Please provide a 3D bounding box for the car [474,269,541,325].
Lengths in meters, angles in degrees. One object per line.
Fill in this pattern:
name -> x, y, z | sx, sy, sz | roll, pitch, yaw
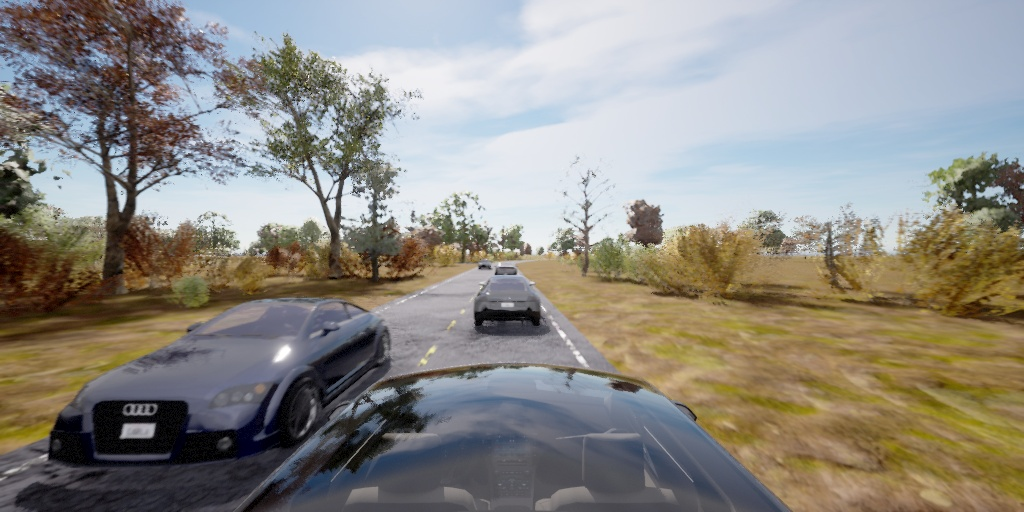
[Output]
car -> -0.161, 1.315, 11.859 | 1.994, 1.385, 4.181 | 0, 0, -1

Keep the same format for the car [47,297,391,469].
car -> -3.238, 1.313, 5.065 | 1.994, 1.385, 4.181 | 0, 0, -1

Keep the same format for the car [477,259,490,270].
car -> -4.016, 1.262, 53.309 | 1.837, 1.490, 4.892 | 0, 0, -1

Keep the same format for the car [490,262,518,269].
car -> -0.501, 1.244, 30.707 | 2.128, 1.511, 4.902 | 0, 0, -1
